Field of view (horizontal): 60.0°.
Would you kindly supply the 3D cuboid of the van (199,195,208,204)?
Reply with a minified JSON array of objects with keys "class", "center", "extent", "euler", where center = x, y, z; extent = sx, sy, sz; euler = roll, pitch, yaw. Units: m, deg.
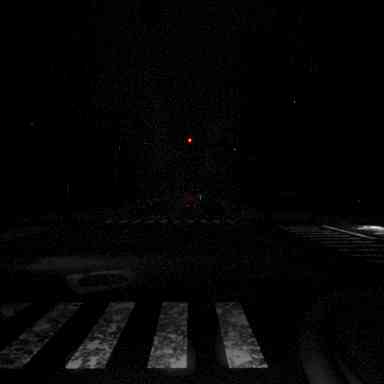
[{"class":"van","center":[2.417,1.453,69.118],"extent":[1.690,1.788,3.998],"euler":[0,0,0]}]

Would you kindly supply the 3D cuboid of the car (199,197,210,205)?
[{"class":"car","center":[2.407,1.647,63.607],"extent":[2.008,1.369,4.403],"euler":[0,0,0]}]

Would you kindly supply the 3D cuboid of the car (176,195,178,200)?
[{"class":"car","center":[-5.567,1.721,91.176],"extent":[1.887,1.381,4.507],"euler":[0,0,0]}]

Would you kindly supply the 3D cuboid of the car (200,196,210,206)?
[{"class":"car","center":[2.377,1.641,47.075],"extent":[1.802,1.307,4.206],"euler":[0,0,0]}]

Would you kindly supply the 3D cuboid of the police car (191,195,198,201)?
[{"class":"police car","center":[0.644,1.599,90.134],"extent":[1.930,1.638,5.238],"euler":[0,0,0]}]

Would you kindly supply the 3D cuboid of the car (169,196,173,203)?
[{"class":"car","center":[-5.608,1.552,69.133],"extent":[1.967,1.590,4.097],"euler":[0,0,0]}]

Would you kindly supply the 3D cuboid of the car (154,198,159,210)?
[{"class":"car","center":[-5.658,1.490,41.579],"extent":[1.967,1.590,4.097],"euler":[0,0,0]}]

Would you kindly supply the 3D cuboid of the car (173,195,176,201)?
[{"class":"car","center":[-5.588,1.694,80.154],"extent":[2.008,1.369,4.403],"euler":[0,0,0]}]

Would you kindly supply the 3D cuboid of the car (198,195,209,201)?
[{"class":"car","center":[2.387,1.637,52.586],"extent":[1.947,1.339,4.313],"euler":[0,0,0]}]

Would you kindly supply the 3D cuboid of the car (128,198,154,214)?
[{"class":"car","center":[-5.668,1.480,36.068],"extent":[1.967,1.590,4.097],"euler":[0,0,0]}]

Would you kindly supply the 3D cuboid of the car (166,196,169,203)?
[{"class":"car","center":[-5.628,1.634,58.111],"extent":[2.008,1.369,4.403],"euler":[0,0,0]}]

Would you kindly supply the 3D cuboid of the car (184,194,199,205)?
[{"class":"car","center":[-0.131,1.574,63.308],"extent":[1.882,1.535,5.008],"euler":[0,0,0]}]

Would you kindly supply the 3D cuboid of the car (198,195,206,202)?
[{"class":"car","center":[2.448,1.600,85.650],"extent":[1.967,1.590,4.097],"euler":[0,0,0]}]

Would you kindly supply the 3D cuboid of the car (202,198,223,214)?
[{"class":"car","center":[2.357,1.606,36.053],"extent":[1.947,1.339,4.313],"euler":[0,0,0]}]

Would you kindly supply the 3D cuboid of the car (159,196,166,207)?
[{"class":"car","center":[-5.638,1.653,52.600],"extent":[1.802,1.307,4.206],"euler":[0,0,0]}]

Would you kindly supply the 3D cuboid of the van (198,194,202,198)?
[{"class":"van","center":[2.397,1.424,58.097],"extent":[1.690,1.788,3.998],"euler":[0,0,0]}]
